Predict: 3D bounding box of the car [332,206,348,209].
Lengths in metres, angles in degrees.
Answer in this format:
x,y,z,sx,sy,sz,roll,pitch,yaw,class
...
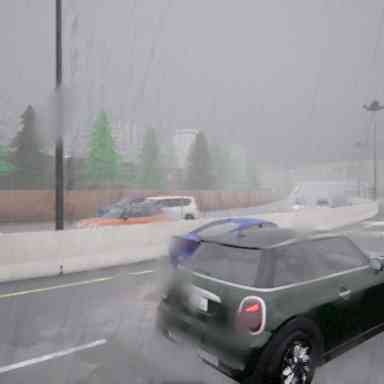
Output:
x,y,z,sx,sy,sz,roll,pitch,yaw,class
18.046,1.491,39.754,1.837,1.490,4.892,0,0,32,car

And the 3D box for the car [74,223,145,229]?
x,y,z,sx,sy,sz,roll,pitch,yaw,class
-3.099,1.406,15.158,4.553,1.767,2.097,0,0,-40,car

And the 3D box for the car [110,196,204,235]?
x,y,z,sx,sy,sz,roll,pitch,yaw,class
-2.014,1.282,20.651,5.566,2.045,2.150,0,0,-43,car

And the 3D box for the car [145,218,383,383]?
x,y,z,sx,sy,sz,roll,pitch,yaw,class
1.772,1.356,5.354,4.553,1.767,2.097,0,0,-38,car
